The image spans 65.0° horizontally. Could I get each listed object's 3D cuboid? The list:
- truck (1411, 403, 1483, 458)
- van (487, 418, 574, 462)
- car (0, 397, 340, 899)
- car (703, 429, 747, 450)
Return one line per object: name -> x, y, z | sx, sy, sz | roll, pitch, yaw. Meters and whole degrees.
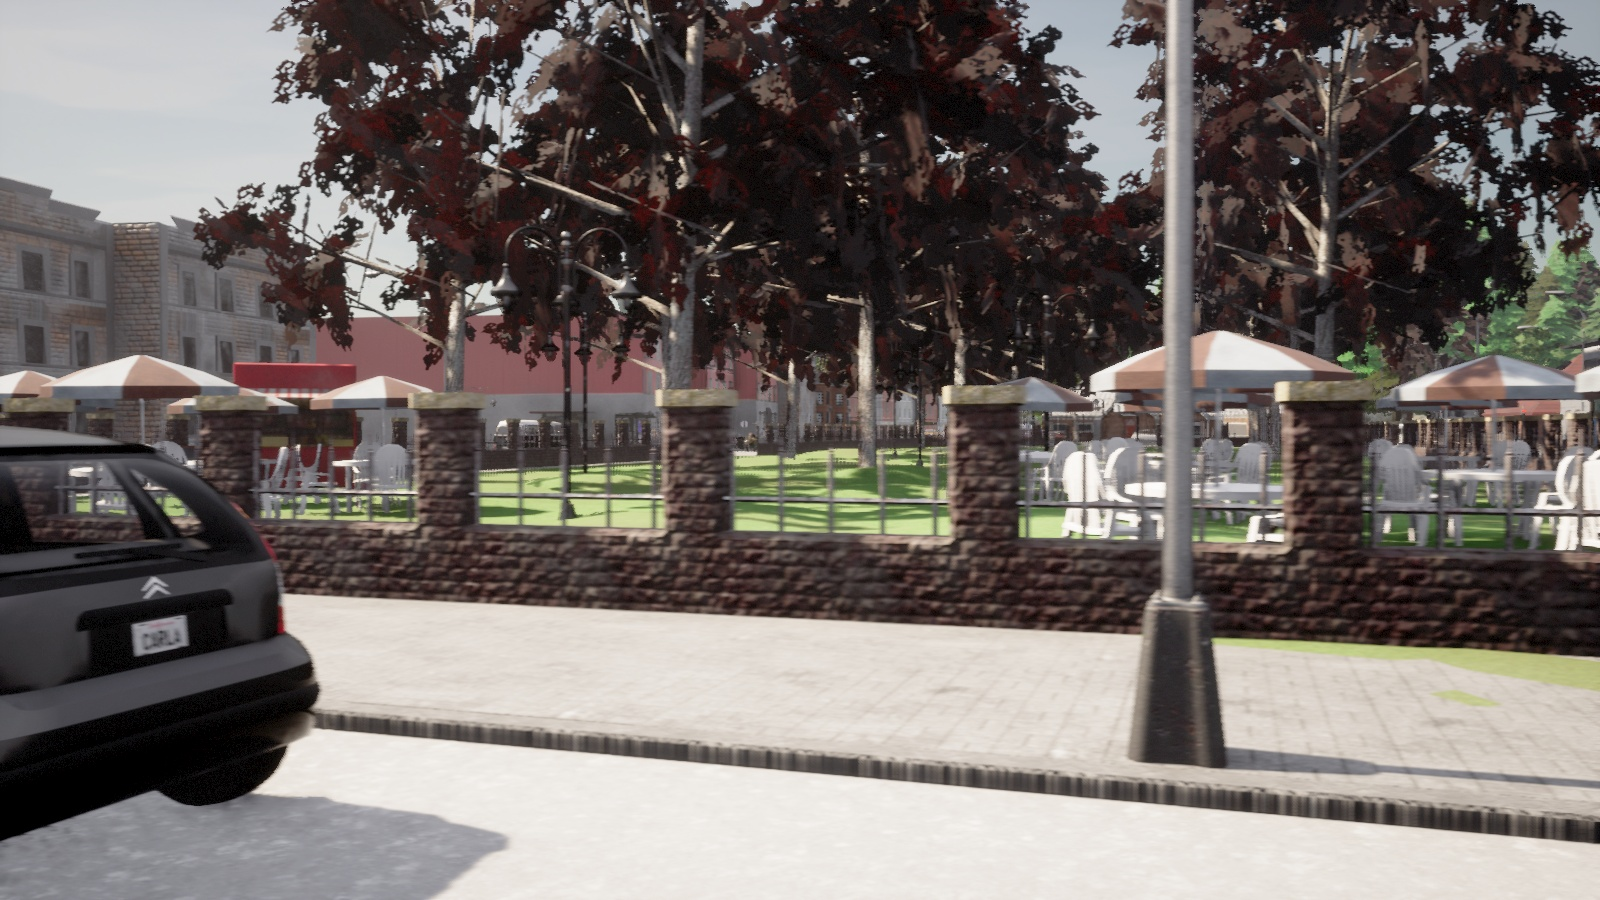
truck -> 43.064, -1.312, 83.821 | 2.891, 3.462, 7.936 | 1, 1, 17
van -> -12.792, -0.510, 59.843 | 2.069, 2.038, 4.480 | 1, 1, 19
car -> -4.146, 0.616, 5.108 | 3.988, 1.617, 1.851 | 1, 1, 19
car -> -5.568, -0.796, 93.876 | 1.970, 1.475, 3.806 | 1, 1, 19
